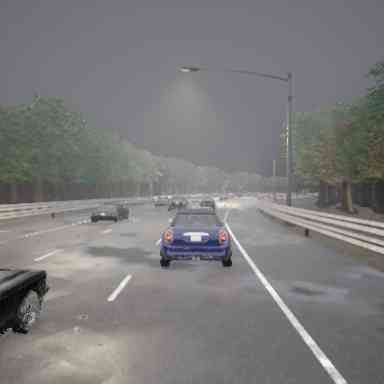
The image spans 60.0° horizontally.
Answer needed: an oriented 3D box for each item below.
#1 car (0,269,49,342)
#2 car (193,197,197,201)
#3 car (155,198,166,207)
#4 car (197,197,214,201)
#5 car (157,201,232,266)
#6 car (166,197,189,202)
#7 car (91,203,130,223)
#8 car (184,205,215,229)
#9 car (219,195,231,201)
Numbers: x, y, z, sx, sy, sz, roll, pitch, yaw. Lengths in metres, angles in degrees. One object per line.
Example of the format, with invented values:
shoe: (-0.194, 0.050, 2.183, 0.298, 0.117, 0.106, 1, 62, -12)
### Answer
car: (-3.493, 1.594, 3.808, 1.895, 1.301, 4.718, 0, 0, 1)
car: (1.433, 1.581, 66.122, 1.895, 1.301, 4.718, 0, 0, 9)
car: (-4.243, 1.534, 50.262, 2.033, 1.411, 5.357, 0, 0, 8)
car: (2.022, 1.508, 41.768, 1.837, 1.490, 4.892, 0, 0, 5)
car: (0.180, 1.352, 11.675, 2.097, 1.767, 4.553, 0, 0, 2)
car: (-1.508, 1.348, 40.770, 2.097, 1.767, 4.553, 0, 0, 5)
car: (-6.171, 1.551, 25.522, 1.994, 1.385, 4.181, 0, 0, 4)
car: (0.595, 1.602, 22.514, 1.895, 1.301, 4.718, 0, 0, 3)
car: (8.006, 1.462, 83.489, 2.128, 1.511, 4.902, 0, 0, 11)
